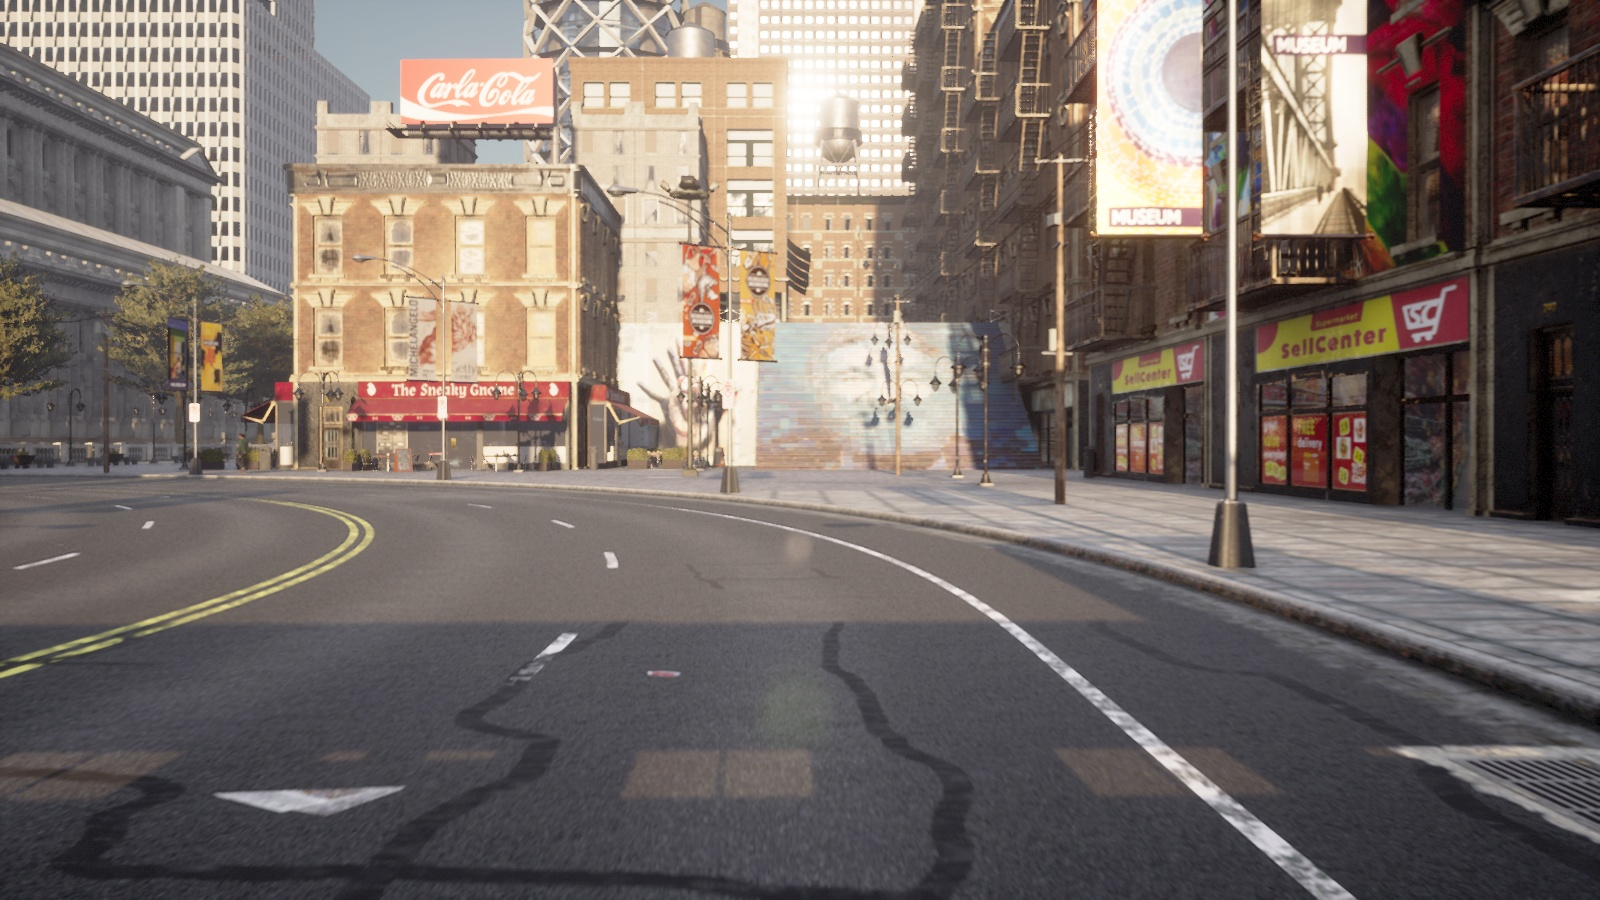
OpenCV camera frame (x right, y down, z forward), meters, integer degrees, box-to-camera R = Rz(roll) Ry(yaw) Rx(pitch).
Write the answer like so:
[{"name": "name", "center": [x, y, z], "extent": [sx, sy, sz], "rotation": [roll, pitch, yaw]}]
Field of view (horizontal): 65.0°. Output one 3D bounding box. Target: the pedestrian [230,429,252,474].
[{"name": "pedestrian", "center": [-24.577, 0.060, 55.244], "extent": [0.788, 1.949, 0.423], "rotation": [0, 0, 16]}]
